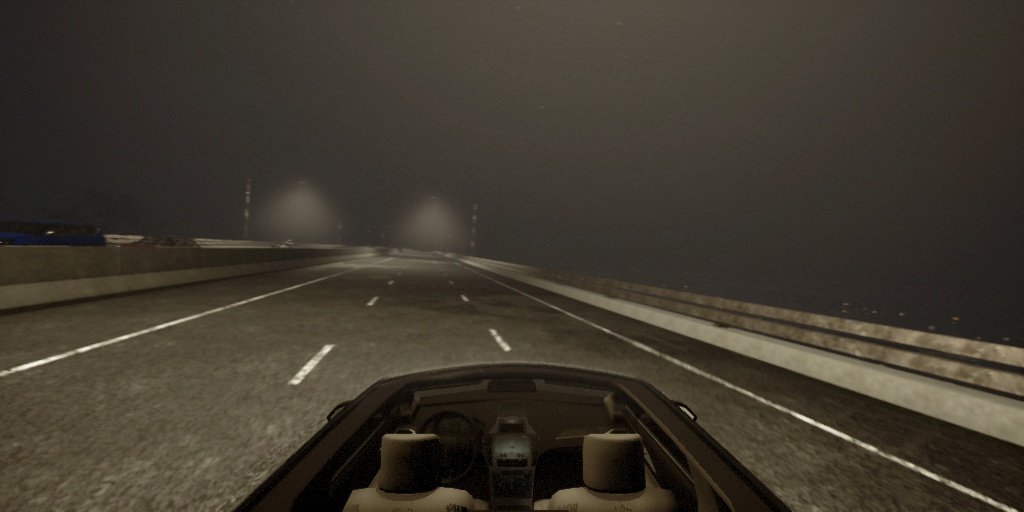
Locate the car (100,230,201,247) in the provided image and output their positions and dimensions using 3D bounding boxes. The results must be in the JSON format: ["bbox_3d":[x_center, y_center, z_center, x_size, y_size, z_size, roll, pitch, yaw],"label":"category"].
[{"bbox_3d":[-19.289,-0.354,19.765,2.097,1.767,4.553,4,0,-14],"label":"car"}]

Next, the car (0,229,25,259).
[{"bbox_3d":[-25.486,-0.610,15.611,2.033,1.411,5.357,4,0,-14],"label":"car"}]

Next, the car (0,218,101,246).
[{"bbox_3d":[-22.143,-0.692,16.745,2.150,2.045,5.566,4,0,-14],"label":"car"}]
